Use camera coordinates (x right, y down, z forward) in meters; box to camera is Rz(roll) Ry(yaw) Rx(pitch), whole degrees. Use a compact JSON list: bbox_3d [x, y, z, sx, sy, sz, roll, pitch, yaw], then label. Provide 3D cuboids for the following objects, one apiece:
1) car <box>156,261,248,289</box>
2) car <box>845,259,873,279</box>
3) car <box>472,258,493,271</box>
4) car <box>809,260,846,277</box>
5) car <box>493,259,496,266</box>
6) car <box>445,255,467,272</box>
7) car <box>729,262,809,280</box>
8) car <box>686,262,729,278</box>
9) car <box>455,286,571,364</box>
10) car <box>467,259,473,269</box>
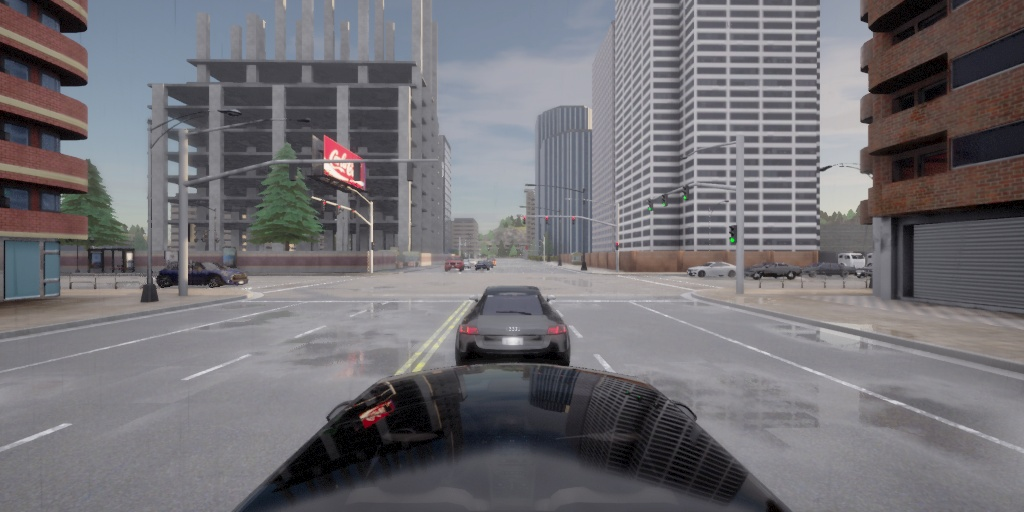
[{"bbox_3d":[-19.505,1.102,22.797,4.553,1.767,2.097,0,0,-1],"label":"car"},{"bbox_3d":[32.221,1.242,30.755,4.902,1.511,2.128,0,0,-1],"label":"car"},{"bbox_3d":[-4.058,1.351,50.046,1.895,1.301,4.718,0,0,-1],"label":"car"},{"bbox_3d":[29.664,1.297,34.226,5.357,1.411,2.033,0,0,-1],"label":"car"},{"bbox_3d":[-4.135,1.314,59.971,1.994,1.385,4.181,0,0,0],"label":"car"},{"bbox_3d":[-7.568,0.971,47.595,2.150,2.045,5.566,0,0,-4],"label":"car"},{"bbox_3d":[21.847,1.241,30.615,4.902,1.511,2.128,0,0,-1],"label":"car"},{"bbox_3d":[19.082,1.276,34.055,4.674,1.442,1.812,0,0,-1],"label":"car"},{"bbox_3d":[0.010,1.314,7.664,1.994,1.385,4.181,0,0,0],"label":"car"},{"bbox_3d":[-7.617,1.276,57.272,1.812,1.442,4.674,0,0,0],"label":"car"}]
